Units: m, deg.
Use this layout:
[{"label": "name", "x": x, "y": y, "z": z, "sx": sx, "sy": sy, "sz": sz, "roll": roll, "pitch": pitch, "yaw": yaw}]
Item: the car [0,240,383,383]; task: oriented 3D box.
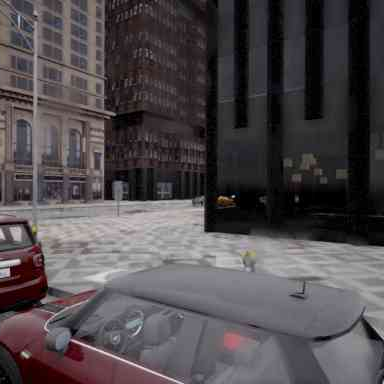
[{"label": "car", "x": -0.259, "y": 1.440, "z": 3.144, "sx": 4.097, "sy": 1.590, "sz": 1.967, "roll": 0, "pitch": 0, "yaw": 35}]

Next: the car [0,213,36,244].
[{"label": "car", "x": -4.821, "y": 1.314, "z": 6.396, "sx": 5.009, "sy": 1.841, "sz": 2.192, "roll": 0, "pitch": 0, "yaw": 35}]

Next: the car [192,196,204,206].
[{"label": "car", "x": 1.930, "y": 1.374, "z": 52.075, "sx": 2.128, "sy": 1.511, "sz": 4.902, "roll": 0, "pitch": 0, "yaw": 36}]
